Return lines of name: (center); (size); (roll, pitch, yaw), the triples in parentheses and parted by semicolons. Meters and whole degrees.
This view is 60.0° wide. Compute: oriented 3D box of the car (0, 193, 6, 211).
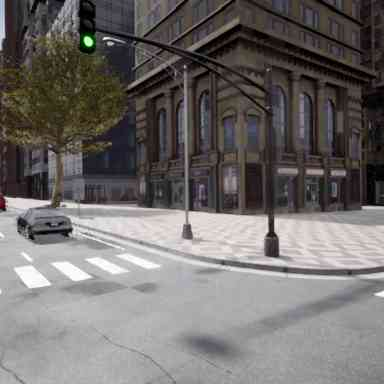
car: (-22.626, 1.124, 37.879); (2.150, 2.045, 5.566); (-1, 1, -36)

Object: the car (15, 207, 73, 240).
car: (-7.614, 1.491, 16.894); (2.033, 1.411, 5.357); (-1, 1, -36)
